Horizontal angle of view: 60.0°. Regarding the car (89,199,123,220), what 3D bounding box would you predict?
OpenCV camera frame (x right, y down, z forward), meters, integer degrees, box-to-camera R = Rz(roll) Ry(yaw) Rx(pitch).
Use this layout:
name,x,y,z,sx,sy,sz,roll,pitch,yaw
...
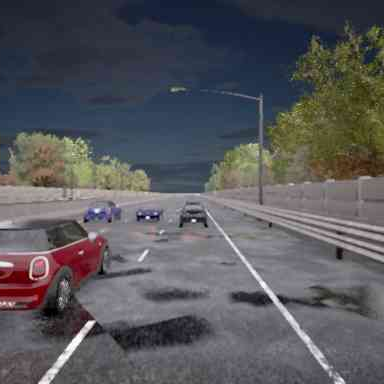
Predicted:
name,x,y,z,sx,sy,sz,roll,pitch,yaw
car,-6.895,1.434,26.232,2.097,1.767,4.553,0,0,0

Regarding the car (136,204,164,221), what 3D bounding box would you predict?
name,x,y,z,sx,sy,sz,roll,pitch,yaw
car,-3.394,1.688,27.716,1.895,1.301,4.718,0,0,0

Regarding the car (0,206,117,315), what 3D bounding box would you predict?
name,x,y,z,sx,sy,sz,roll,pitch,yaw
car,-3.399,1.375,7.751,2.097,1.767,4.553,0,0,0

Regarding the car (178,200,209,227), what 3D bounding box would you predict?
name,x,y,z,sx,sy,sz,roll,pitch,yaw
car,0.105,1.578,23.511,1.837,1.490,4.892,0,0,0
